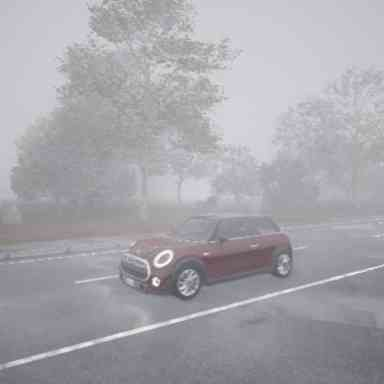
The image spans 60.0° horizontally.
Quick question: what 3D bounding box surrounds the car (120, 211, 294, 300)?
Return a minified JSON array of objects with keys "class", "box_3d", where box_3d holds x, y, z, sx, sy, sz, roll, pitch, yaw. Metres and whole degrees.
[{"class":"car","box_3d":[0.493,1.357,8.517,4.553,1.767,2.097,0,0,-35]}]
